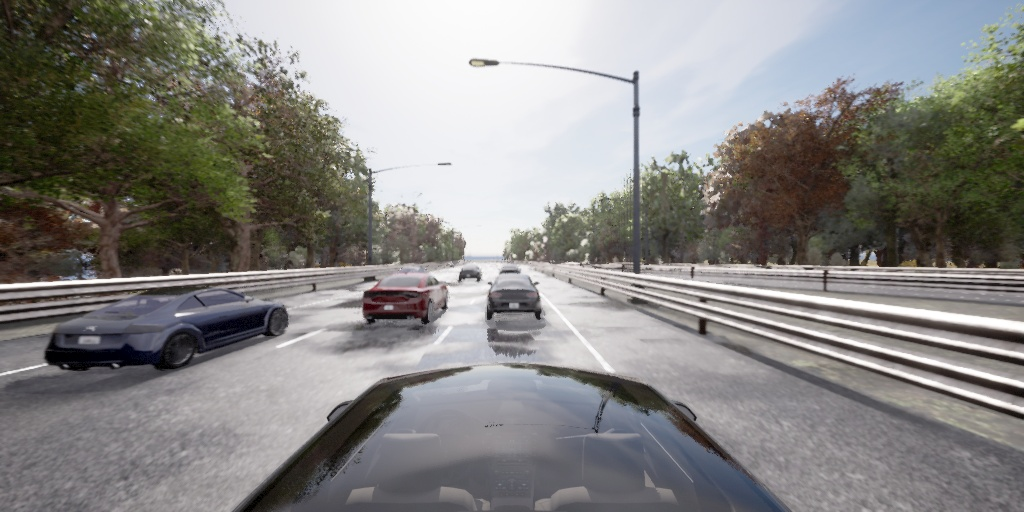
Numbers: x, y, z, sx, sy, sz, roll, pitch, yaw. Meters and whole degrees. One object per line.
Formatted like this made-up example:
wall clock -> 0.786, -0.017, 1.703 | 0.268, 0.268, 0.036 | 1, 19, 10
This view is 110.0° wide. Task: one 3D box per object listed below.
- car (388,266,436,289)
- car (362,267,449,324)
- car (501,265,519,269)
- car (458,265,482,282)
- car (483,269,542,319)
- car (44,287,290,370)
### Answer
car -> -7.096, 1.491, 26.036 | 2.033, 1.411, 5.357 | 0, 0, -1
car -> -3.446, 1.309, 12.460 | 1.882, 1.535, 5.008 | 0, 0, 0
car -> -0.195, 1.489, 31.463 | 1.837, 1.490, 4.892 | 0, 0, -1
car -> -3.713, 1.520, 32.413 | 1.812, 1.442, 4.674 | 0, 0, -1
car -> 0.049, 1.361, 13.186 | 1.812, 1.442, 4.674 | 0, 0, 0
car -> -6.925, 1.363, 7.879 | 1.994, 1.385, 4.181 | 0, 0, 0
